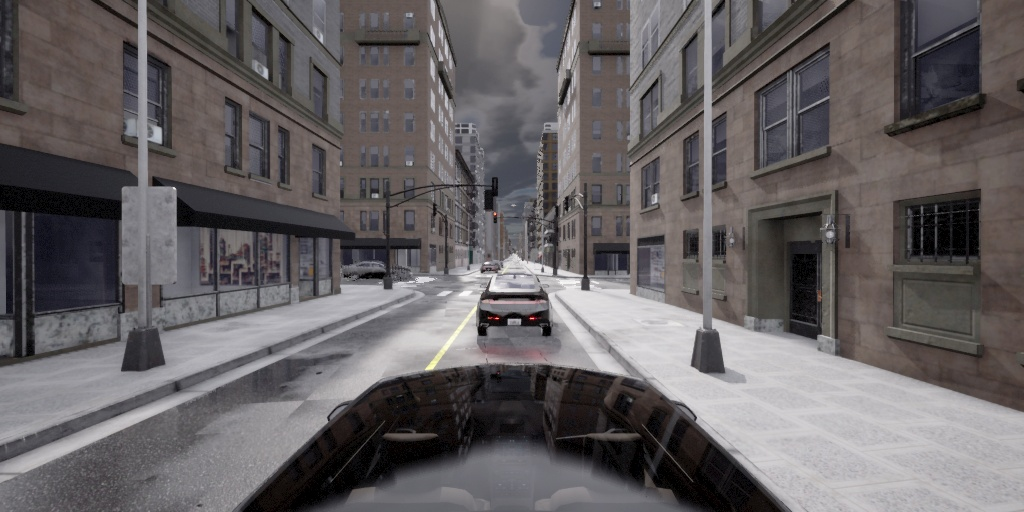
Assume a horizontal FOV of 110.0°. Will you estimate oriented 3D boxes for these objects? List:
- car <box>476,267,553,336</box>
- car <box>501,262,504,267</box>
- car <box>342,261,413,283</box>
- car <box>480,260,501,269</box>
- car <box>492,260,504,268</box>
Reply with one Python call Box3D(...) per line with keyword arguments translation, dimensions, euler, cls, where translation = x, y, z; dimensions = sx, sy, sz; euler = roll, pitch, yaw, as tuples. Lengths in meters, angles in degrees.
Box3D(translation=(0.074, 1.243, 10.348), dimensions=(2.128, 1.511, 4.902), euler=(0, 0, 1), cls="car")
Box3D(translation=(-2.625, 1.334, 53.955), dimensions=(1.837, 1.490, 4.892), euler=(0, 0, 0), cls="car")
Box3D(translation=(-9.787, 1.144, 26.247), dimensions=(4.902, 1.511, 2.128), euler=(1, 0, 0), cls="car")
Box3D(translation=(-2.719, 1.372, 44.002), dimensions=(1.994, 1.385, 4.181), euler=(0, 0, 1), cls="car")
Box3D(translation=(-2.501, 1.451, 64.072), dimensions=(1.895, 1.301, 4.718), euler=(0, 0, 1), cls="car")
